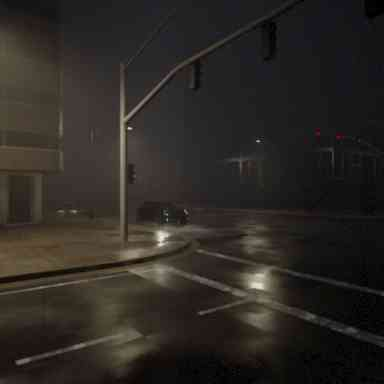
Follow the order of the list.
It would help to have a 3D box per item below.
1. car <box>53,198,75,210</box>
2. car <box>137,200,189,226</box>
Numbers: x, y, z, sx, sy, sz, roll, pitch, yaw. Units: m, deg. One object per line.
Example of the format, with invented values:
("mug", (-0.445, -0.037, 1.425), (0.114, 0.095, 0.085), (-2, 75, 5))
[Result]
("car", (-17.134, 1.501, 44.436), (1.882, 1.535, 5.008), (0, 0, -36))
("car", (-2.190, 1.387, 24.051), (2.097, 1.767, 4.553), (0, 0, -36))
